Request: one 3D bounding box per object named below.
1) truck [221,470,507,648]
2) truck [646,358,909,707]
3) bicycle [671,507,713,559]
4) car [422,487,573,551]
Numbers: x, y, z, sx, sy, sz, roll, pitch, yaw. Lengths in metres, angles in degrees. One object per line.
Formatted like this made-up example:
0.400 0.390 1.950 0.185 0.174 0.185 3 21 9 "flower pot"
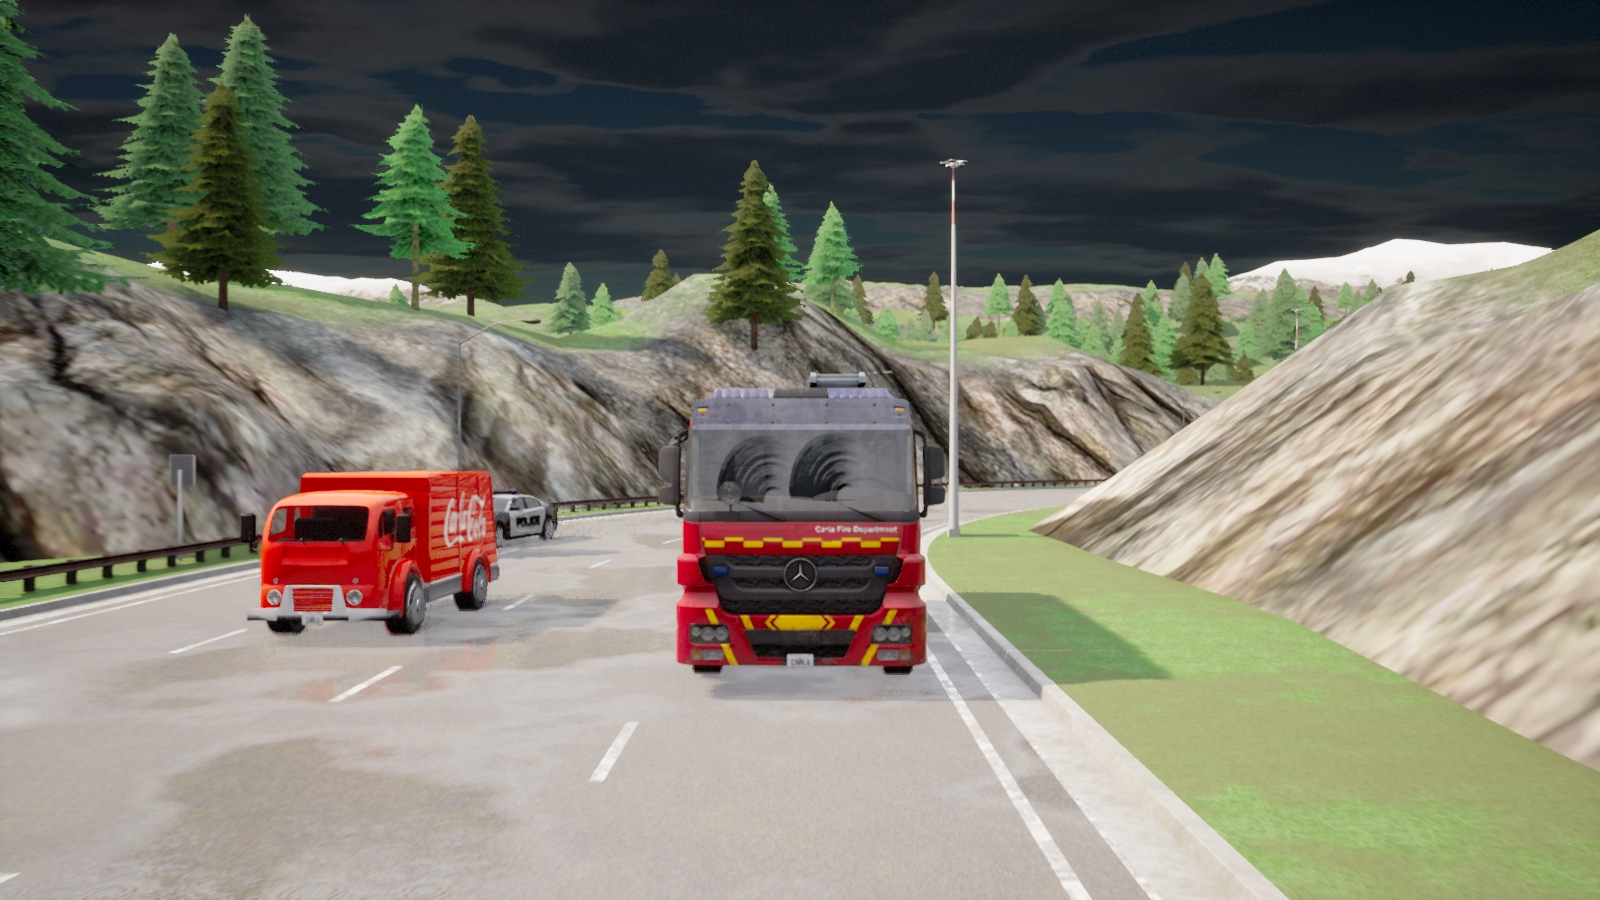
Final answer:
-6.867 1.591 18.832 2.627 2.467 5.204 0 0 1 "truck"
-0.181 0.910 16.758 2.891 3.827 8.468 0 0 1 "truck"
-2.882 2.190 30.524 0.859 1.277 1.487 0 0 5 "bicycle"
-9.018 2.018 34.581 2.097 1.638 5.238 0 0 15 "car"
